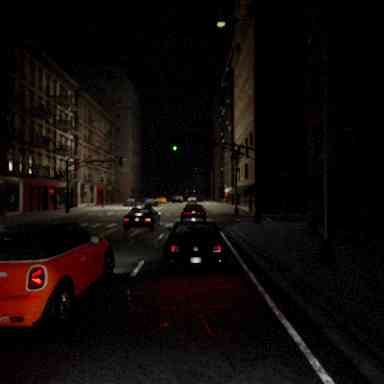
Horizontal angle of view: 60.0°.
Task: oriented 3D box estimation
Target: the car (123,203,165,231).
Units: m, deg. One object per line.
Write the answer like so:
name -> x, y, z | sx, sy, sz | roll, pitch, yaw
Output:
car -> -3.150, 1.644, 21.541 | 2.033, 1.411, 5.357 | 0, 0, 0

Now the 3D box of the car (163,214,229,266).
car -> 0.098, 1.654, 11.648 | 1.895, 1.301, 4.718 | 0, 0, 0

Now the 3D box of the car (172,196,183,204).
car -> -3.251, 1.656, 73.538 | 2.097, 1.767, 4.553 | 0, 0, 0

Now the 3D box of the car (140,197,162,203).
car -> -6.563, 1.775, 53.494 | 2.033, 1.411, 5.357 | 0, 0, 0

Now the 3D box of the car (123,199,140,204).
car -> -9.815, 1.793, 53.775 | 1.994, 1.385, 4.181 | 0, 0, 0

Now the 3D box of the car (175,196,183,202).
car -> -3.251, 1.704, 83.577 | 1.882, 1.535, 5.008 | 0, 0, 0

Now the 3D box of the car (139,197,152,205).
car -> -9.751, 1.831, 69.739 | 2.033, 1.411, 5.357 | 0, 0, 0

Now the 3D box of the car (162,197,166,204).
car -> -6.501, 1.768, 69.589 | 1.882, 1.535, 5.008 | 0, 0, 0

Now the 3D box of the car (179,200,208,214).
car -> 0.101, 1.621, 24.834 | 1.837, 1.490, 4.892 | 0, 0, 0

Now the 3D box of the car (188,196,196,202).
car -> -0.001, 1.726, 83.577 | 1.837, 1.490, 4.892 | 0, 0, 0

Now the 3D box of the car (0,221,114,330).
car -> -3.149, 1.386, 7.127 | 2.097, 1.767, 4.553 | 0, 0, 0

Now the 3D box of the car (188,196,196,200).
car -> -0.001, 1.897, 73.630 | 1.895, 1.301, 4.718 | 0, 0, 0
